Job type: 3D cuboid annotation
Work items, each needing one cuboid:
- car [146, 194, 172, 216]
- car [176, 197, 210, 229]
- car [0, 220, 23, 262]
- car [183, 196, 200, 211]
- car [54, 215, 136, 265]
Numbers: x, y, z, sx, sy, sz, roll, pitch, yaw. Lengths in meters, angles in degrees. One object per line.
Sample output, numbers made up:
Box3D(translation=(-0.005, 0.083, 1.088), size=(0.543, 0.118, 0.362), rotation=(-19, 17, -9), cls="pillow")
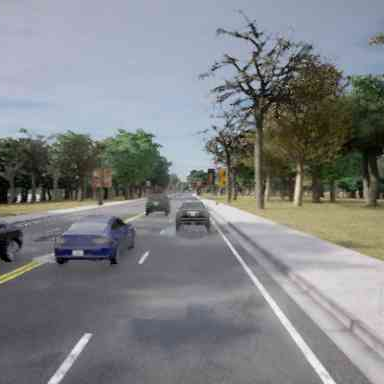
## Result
Box3D(translation=(-3.279, 1.235, 32.997), size=(2.150, 2.045, 5.566), rotation=(0, 0, -1), cls="car")
Box3D(translation=(0.044, 1.358, 21.850), size=(2.097, 1.767, 4.553), rotation=(0, 0, 0), cls="car")
Box3D(translation=(-6.613, 1.493, 9.262), size=(2.128, 1.511, 4.902), rotation=(0, 0, 0), cls="car")
Box3D(translation=(-0.087, 1.374, 42.445), size=(2.097, 1.767, 4.553), rotation=(0, 0, 0), cls="car")
Box3D(translation=(-3.169, 1.528, 11.532), size=(1.812, 1.442, 4.674), rotation=(0, 0, 0), cls="car")
